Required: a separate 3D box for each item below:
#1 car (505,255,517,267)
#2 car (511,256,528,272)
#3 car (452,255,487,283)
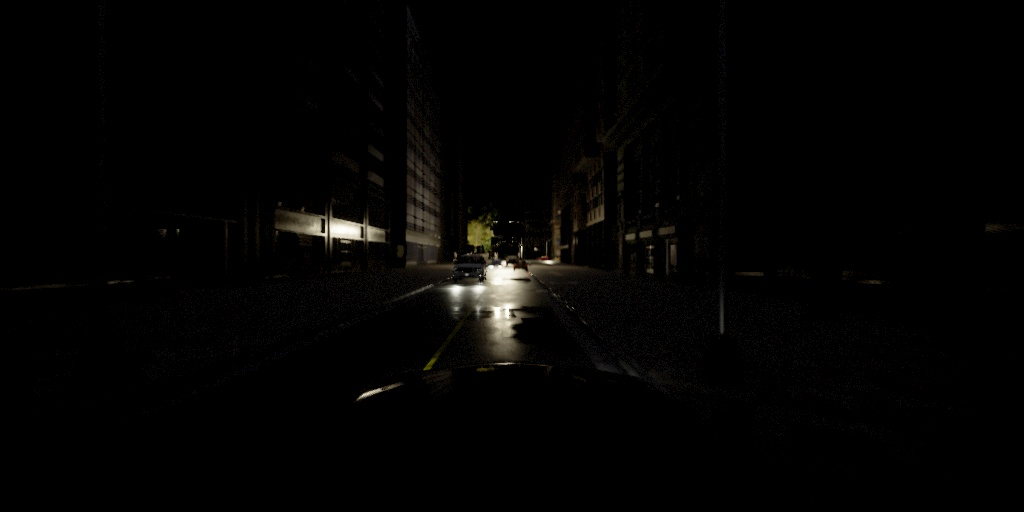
[{"bbox_3d":[0.016,0.829,63.063,2.150,2.045,5.566,0,0,0],"label":"car"},{"bbox_3d":[1.061,1.104,44.914,1.801,1.575,5.366,0,0,0],"label":"car"},{"bbox_3d":[-3.088,0.911,27.302,2.150,2.045,5.566,0,0,0],"label":"car"}]
